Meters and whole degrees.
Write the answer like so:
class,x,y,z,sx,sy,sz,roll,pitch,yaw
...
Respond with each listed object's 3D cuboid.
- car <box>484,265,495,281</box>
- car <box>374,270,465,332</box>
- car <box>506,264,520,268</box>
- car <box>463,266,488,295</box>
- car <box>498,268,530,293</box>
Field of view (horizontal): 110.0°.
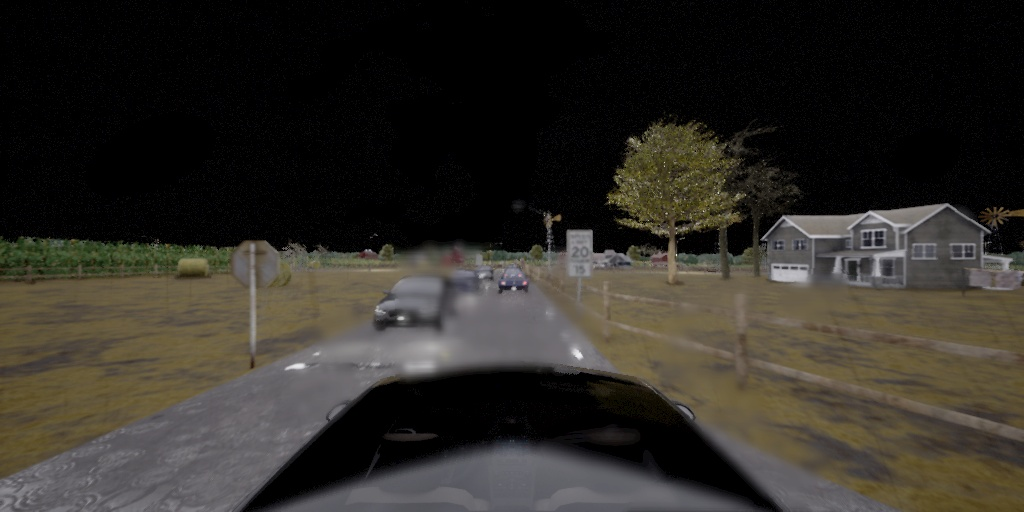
class,x,y,z,sx,sy,sz,roll,pitch,yaw
car,-2.779,1.716,36.434,2.128,1.511,4.902,0,-1,0
car,-2.801,1.373,11.468,1.837,1.490,4.892,0,-1,-1
car,0.132,1.710,32.862,2.033,1.411,5.357,0,-1,1
car,-2.821,1.560,22.057,2.033,1.411,5.357,0,-1,0
car,0.126,1.615,22.730,1.895,1.301,4.718,0,-1,0
